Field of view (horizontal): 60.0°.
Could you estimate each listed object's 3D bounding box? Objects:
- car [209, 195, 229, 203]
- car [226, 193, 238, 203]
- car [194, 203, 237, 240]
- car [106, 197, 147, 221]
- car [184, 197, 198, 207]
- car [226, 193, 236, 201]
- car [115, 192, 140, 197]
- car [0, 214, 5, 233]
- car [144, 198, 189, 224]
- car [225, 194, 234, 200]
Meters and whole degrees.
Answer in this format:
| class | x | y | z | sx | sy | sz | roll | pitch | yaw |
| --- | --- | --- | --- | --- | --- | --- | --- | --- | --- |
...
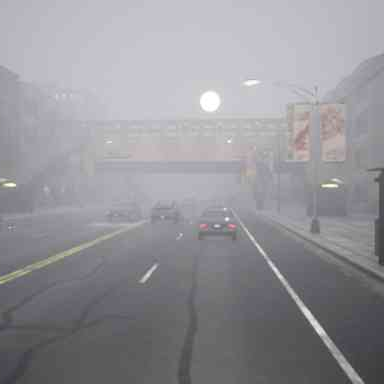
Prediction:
| class | x | y | z | sx | sy | sz | roll | pitch | yaw |
| --- | --- | --- | --- | --- | --- | --- | --- | --- | --- |
| car | 3.104 | 1.415 | 40.681 | 2.033 | 1.411 | 5.357 | 0 | 0 | 4 |
| car | 8.120 | 1.278 | 66.402 | 2.231 | 1.521 | 4.892 | 0 | 0 | 14 |
| car | 1.273 | 1.493 | 16.681 | 2.033 | 1.411 | 5.357 | 0 | 0 | 4 |
| car | -5.146 | 1.405 | 25.898 | 1.837 | 1.490 | 4.892 | 0 | 0 | 4 |
| car | -0.332 | 1.343 | 41.648 | 2.128 | 1.511 | 4.902 | 0 | 0 | 4 |
| car | 8.981 | 1.117 | 77.142 | 2.185 | 1.767 | 4.553 | 0 | 0 | 4 |
| car | -9.941 | 1.017 | 49.108 | 2.435 | 2.045 | 5.566 | 0 | 0 | 4 |
| car | -9.697 | 1.407 | 13.361 | 2.128 | 1.511 | 4.902 | 0 | 0 | 5 |
| car | -1.693 | 1.401 | 23.756 | 2.128 | 1.511 | 4.902 | 0 | 0 | 4 |
| car | 9.333 | 1.221 | 83.560 | 2.097 | 1.535 | 5.008 | 0 | 0 | 4 |
